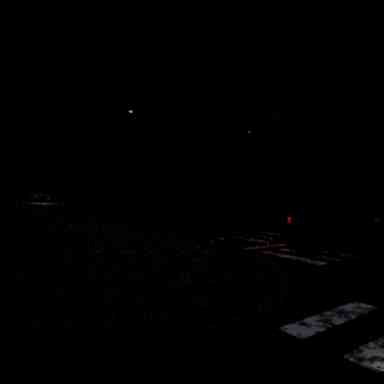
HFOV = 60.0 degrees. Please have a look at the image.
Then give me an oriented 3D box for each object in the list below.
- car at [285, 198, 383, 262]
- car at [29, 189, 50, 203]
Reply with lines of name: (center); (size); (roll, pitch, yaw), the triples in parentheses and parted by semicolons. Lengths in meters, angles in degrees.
car: (5.639, 1.283, 10.682); (2.150, 2.045, 5.566); (2, 0, -36)
car: (-23.593, 0.591, 51.293); (2.150, 2.045, 5.566); (2, 0, -36)
